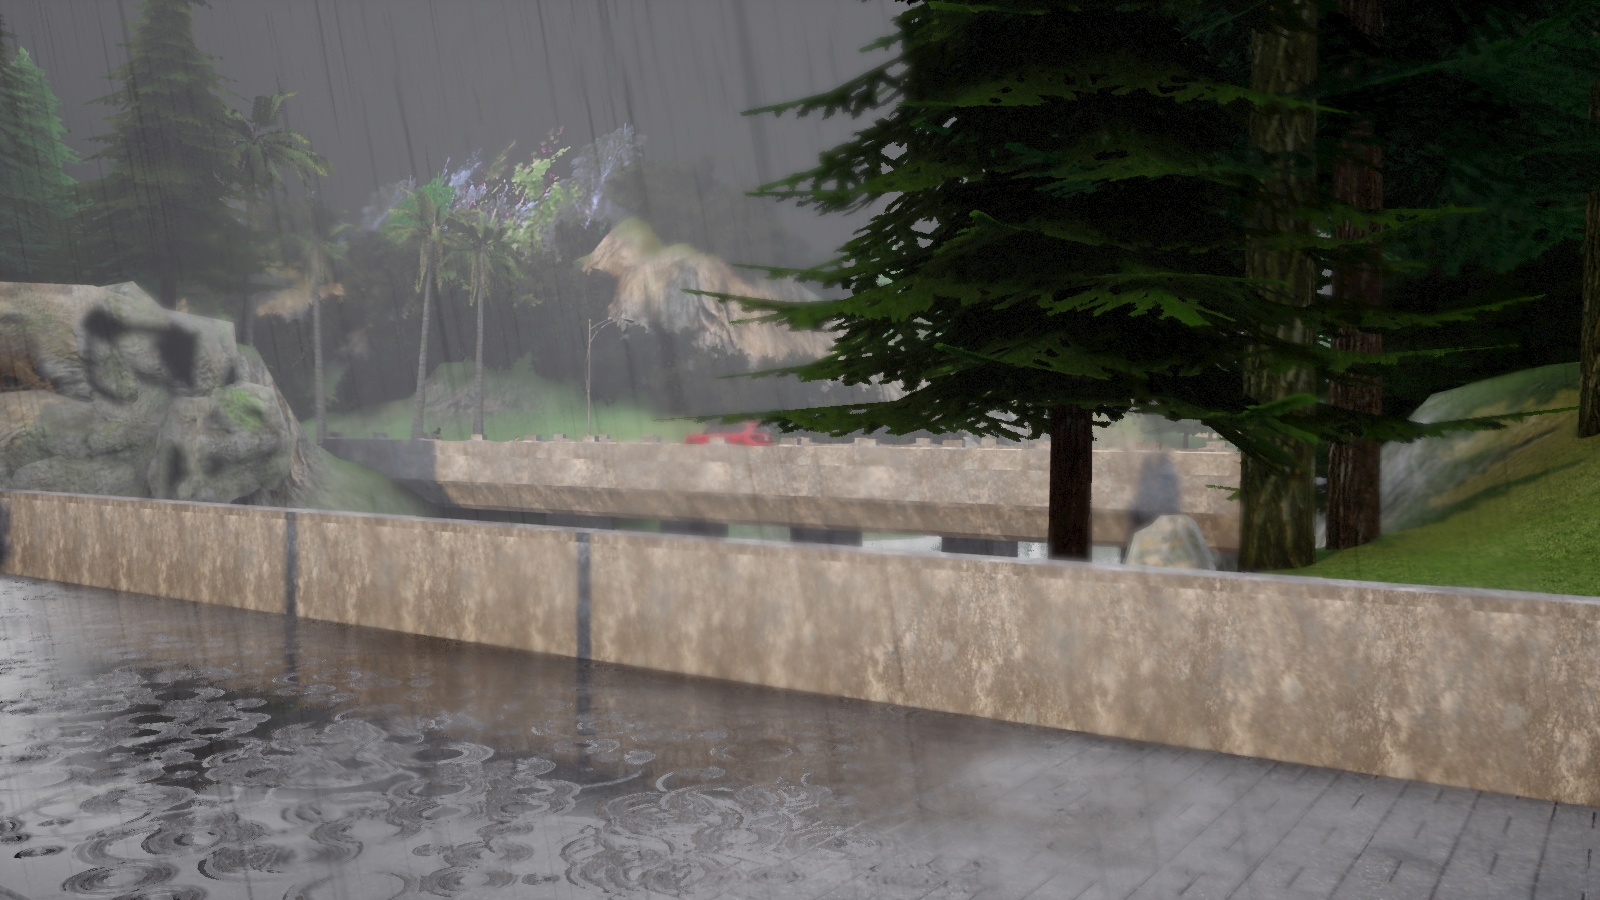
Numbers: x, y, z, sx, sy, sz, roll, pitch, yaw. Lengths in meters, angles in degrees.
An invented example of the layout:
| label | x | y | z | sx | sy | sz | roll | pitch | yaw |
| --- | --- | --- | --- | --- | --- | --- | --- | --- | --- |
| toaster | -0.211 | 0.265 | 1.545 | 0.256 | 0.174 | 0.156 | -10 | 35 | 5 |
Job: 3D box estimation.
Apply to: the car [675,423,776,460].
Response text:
| label | x | y | z | sx | sy | sz | roll | pitch | yaw |
| --- | --- | --- | --- | --- | --- | --- | --- | --- | --- |
| car | -4.264 | -0.489 | 71.610 | 5.566 | 2.045 | 2.150 | 0 | 1 | 34 |
